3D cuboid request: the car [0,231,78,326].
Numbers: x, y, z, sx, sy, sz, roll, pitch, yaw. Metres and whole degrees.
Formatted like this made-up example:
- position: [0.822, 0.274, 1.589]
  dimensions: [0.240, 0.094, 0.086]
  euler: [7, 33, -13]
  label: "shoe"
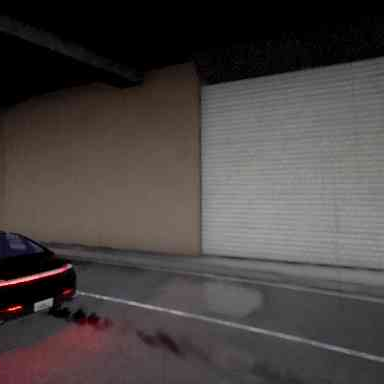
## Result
- position: [-4.294, 1.480, 6.205]
  dimensions: [4.902, 1.511, 2.128]
  euler: [0, 0, 31]
  label: "car"
